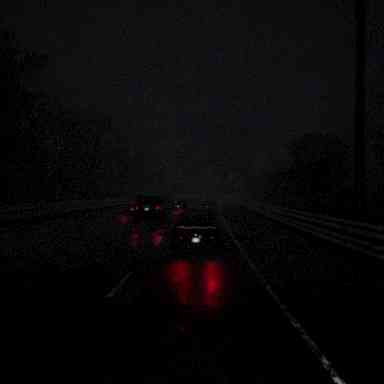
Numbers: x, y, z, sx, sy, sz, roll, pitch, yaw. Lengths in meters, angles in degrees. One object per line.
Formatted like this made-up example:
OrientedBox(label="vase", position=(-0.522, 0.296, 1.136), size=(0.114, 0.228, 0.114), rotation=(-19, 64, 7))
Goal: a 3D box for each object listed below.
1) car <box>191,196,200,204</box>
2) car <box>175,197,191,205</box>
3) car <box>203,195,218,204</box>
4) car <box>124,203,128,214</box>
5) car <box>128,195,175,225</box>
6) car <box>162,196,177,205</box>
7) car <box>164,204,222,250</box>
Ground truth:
OrientedBox(label="car", position=(0.464, 1.510, 65.938), size=(1.882, 1.535, 5.008), rotation=(0, 0, 6))
OrientedBox(label="car", position=(-1.565, 1.512, 43.926), size=(1.837, 1.490, 4.892), rotation=(0, 0, 5))
OrientedBox(label="car", position=(2.743, 1.591, 53.284), size=(1.994, 1.385, 4.181), rotation=(0, 0, 5))
OrientedBox(label="car", position=(-5.736, 1.513, 34.535), size=(1.812, 1.442, 4.674), rotation=(0, 0, 4))
OrientedBox(label="car", position=(-2.814, 1.215, 24.468), size=(2.150, 2.045, 5.566), rotation=(0, 0, 3))
OrientedBox(label="car", position=(-3.825, 1.516, 58.257), size=(1.837, 1.490, 4.892), rotation=(0, 0, 5))
OrientedBox(label="car", position=(0.236, 1.494, 14.301), size=(2.128, 1.511, 4.902), rotation=(0, 0, 2))
